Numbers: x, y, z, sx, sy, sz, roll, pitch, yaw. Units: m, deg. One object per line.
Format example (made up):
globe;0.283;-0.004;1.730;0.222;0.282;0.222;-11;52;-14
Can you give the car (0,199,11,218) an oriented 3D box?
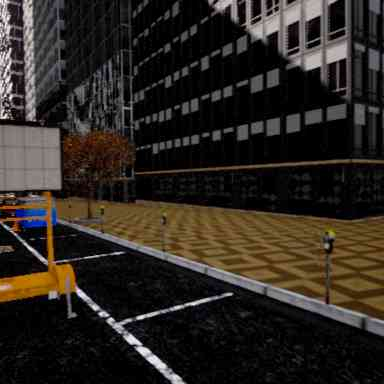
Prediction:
car;-15.036;1.241;27.825;1.967;1.590;4.097;-4;2;-34

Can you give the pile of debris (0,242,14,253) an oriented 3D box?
pile of debris;-7.640;2.096;12.156;1.860;0.140;1.500;-2;1;-34

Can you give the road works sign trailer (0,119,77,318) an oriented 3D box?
road works sign trailer;-3.751;0.415;6.381;2.380;3.560;2.880;-2;1;-33

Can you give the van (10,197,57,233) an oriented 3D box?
van;-8.737;1.171;18.504;1.690;1.788;3.998;-4;2;-34
